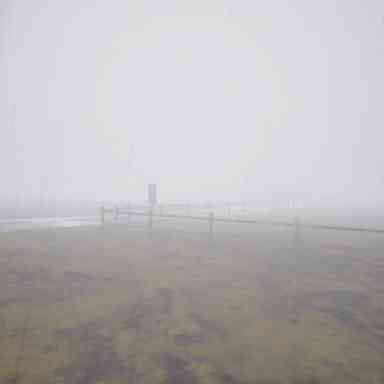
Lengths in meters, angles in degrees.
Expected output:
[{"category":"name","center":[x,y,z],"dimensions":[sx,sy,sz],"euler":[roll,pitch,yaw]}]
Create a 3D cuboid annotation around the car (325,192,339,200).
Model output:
[{"category":"car","center":[36.423,1.468,87.489],"dimensions":[2.033,1.411,5.357],"euler":[-1,1,36]}]
